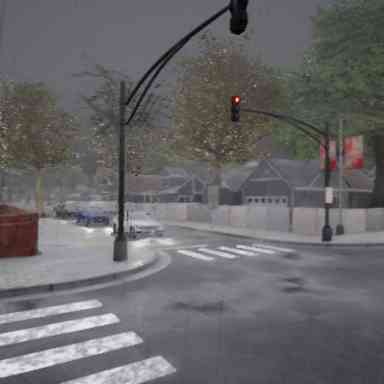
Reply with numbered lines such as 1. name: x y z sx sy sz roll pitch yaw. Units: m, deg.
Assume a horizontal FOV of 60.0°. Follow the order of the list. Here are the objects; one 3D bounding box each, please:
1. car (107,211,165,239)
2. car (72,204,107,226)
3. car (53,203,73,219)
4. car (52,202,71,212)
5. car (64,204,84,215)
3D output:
1. car: -3.343 1.898 20.083 1.812 1.442 4.674 1 -2 -32
2. car: -8.583 2.003 28.648 1.882 1.535 5.008 1 -2 -32
3. car: -13.956 2.162 37.434 1.882 1.535 5.008 1 -2 -31
4. car: -22.175 2.546 56.279 2.128 1.511 4.902 1 -2 -31
5. car: -17.087 2.467 48.087 1.994 1.385 4.181 1 -2 -31
